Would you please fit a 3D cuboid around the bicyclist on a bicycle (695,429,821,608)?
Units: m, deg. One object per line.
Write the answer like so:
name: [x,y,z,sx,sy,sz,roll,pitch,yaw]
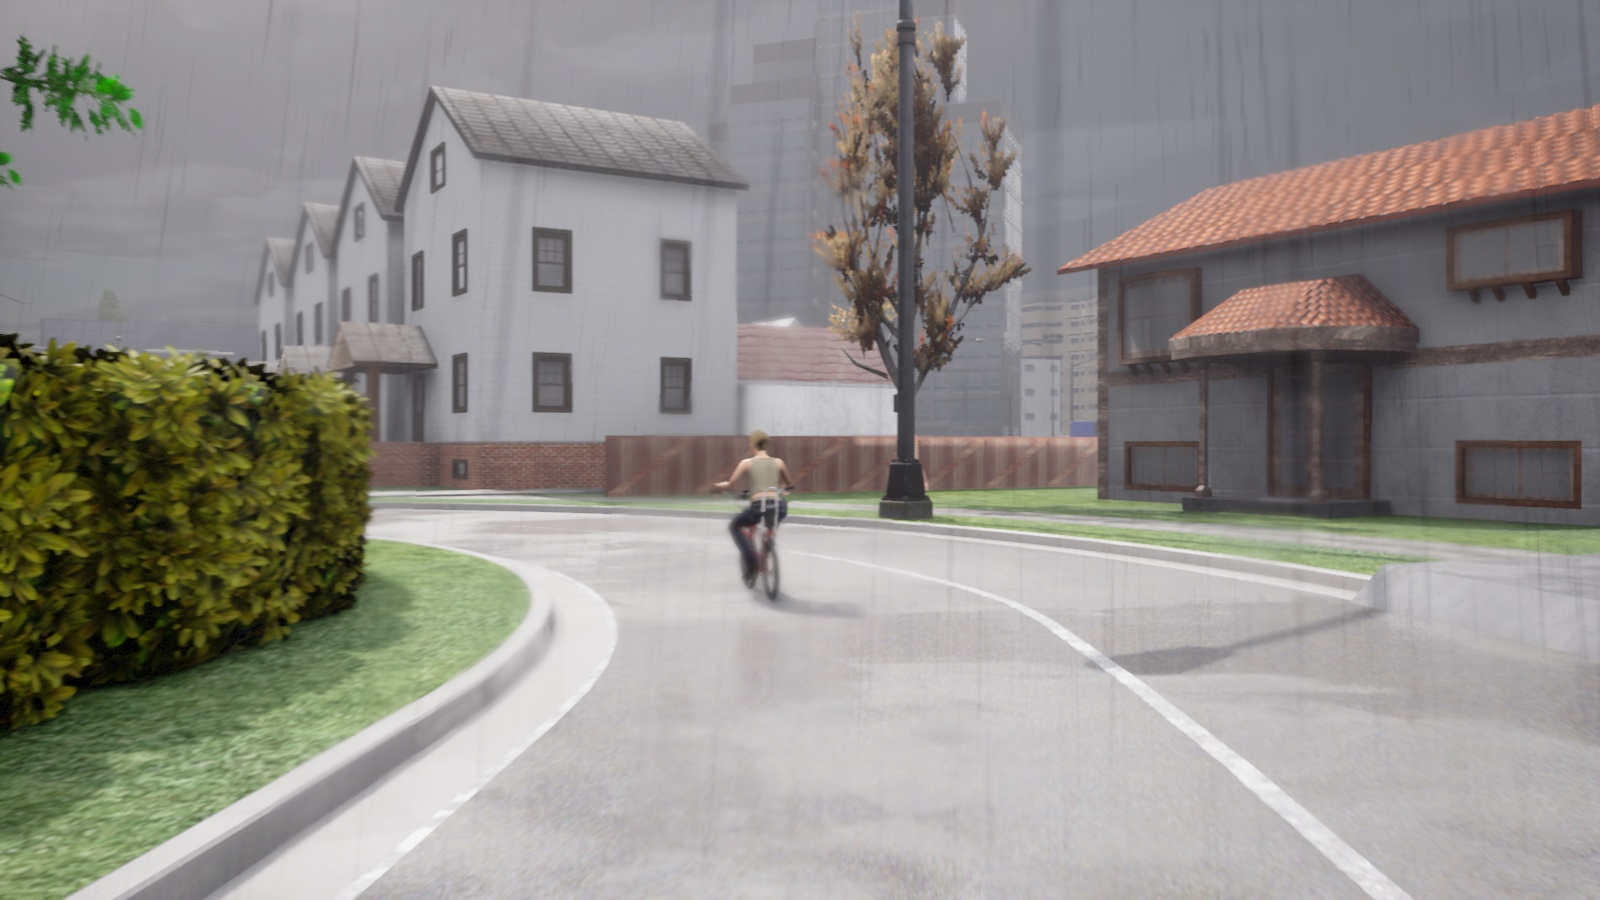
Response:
bicyclist on a bicycle: [-0.440,0.613,12.240,0.866,1.612,1.509,-1,1,-15]
